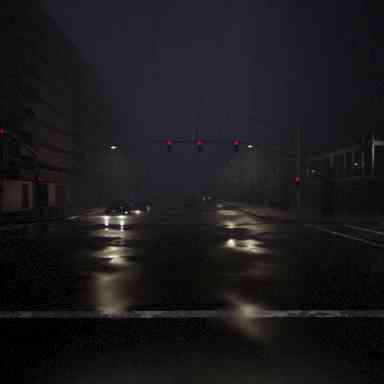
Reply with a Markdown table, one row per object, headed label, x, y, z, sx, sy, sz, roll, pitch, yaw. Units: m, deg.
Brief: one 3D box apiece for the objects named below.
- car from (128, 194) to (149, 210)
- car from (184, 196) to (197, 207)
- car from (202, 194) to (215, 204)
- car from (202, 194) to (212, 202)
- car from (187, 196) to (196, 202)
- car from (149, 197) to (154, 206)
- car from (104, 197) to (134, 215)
| label | x | y | z | sx | sy | sz | roll | pitch | yaw |
| --- | --- | --- | --- | --- | --- | --- | --- | --- | --- |
| car | -7.480 | 1.221 | 44.042 | 2.150 | 2.045 | 5.566 | 0 | 0 | 1 |
| car | -0.220 | 1.547 | 49.689 | 2.033 | 1.411 | 5.357 | 0 | 0 | 1 |
| car | 3.419 | 1.491 | 64.627 | 2.128 | 1.511 | 4.902 | 0 | 0 | 1 |
| car | 3.418 | 1.355 | 74.492 | 2.097 | 1.767 | 4.553 | 0 | 0 | 1 |
| car | -0.073 | 1.540 | 74.803 | 2.033 | 1.411 | 5.357 | 0 | 0 | 1 |
| car | -7.375 | 1.547 | 54.506 | 2.033 | 1.411 | 5.357 | 0 | 0 | 1 |
| car | -7.488 | 1.526 | 34.132 | 1.812 | 1.442 | 4.674 | 0 | 0 | 0 |
